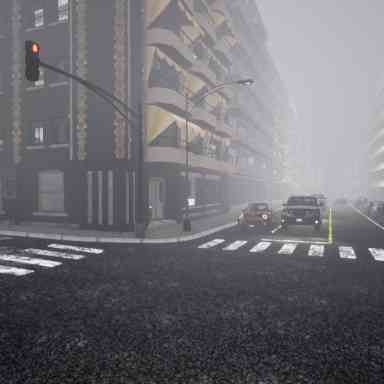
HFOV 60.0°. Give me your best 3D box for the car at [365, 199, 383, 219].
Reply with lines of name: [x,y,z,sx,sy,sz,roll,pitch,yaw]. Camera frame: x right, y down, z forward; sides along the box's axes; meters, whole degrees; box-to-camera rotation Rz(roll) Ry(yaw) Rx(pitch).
car: [16.281,1.547,28.228,2.008,1.369,4.403,0,0,23]

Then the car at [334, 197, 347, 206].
car: [25.130,1.559,56.202,1.994,1.385,4.181,0,0,23]

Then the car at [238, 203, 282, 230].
car: [4.210,1.438,21.045,1.967,1.590,4.097,0,0,23]

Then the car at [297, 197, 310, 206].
car: [19.323,1.521,57.324,1.752,1.417,4.829,0,0,23]

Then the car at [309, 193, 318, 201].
car: [32.398,1.304,88.713,2.192,1.841,5.009,0,0,23]

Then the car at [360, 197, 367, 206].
car: [18.449,1.541,33.432,1.887,1.381,4.507,0,0,23]

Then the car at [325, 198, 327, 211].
car: [15.092,1.218,40.392,2.150,2.045,5.566,0,0,23]

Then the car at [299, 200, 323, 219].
car: [10.957,1.502,30.491,1.837,1.490,4.892,0,0,23]

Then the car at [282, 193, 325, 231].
car: [7.065,1.219,21.156,2.150,2.045,5.566,0,0,23]

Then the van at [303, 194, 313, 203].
van: [23.725,1.335,67.892,1.690,1.788,3.998,0,0,23]

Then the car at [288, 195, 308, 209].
car: [15.051,1.311,47.071,2.192,1.841,5.009,0,0,23]

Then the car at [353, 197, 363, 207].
car: [24.954,1.435,49.049,1.967,1.590,4.097,0,0,23]
